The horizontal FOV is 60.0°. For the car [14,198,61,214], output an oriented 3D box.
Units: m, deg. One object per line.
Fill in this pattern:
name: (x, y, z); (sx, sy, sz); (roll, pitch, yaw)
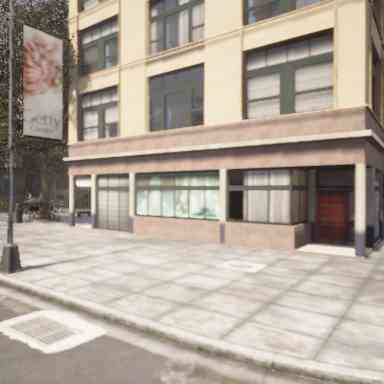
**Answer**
car: (-15.381, 1.348, 32.874); (2.128, 1.511, 4.902); (0, 0, 35)
